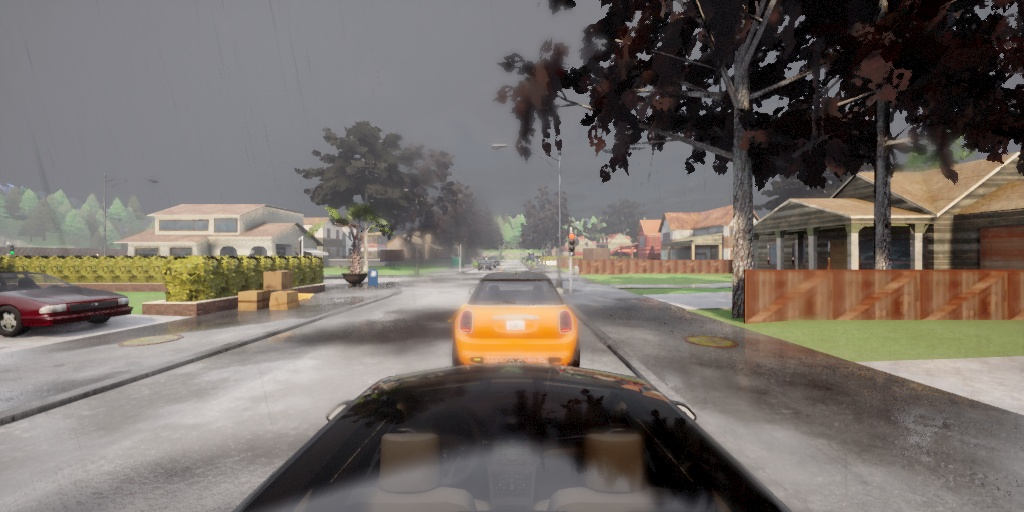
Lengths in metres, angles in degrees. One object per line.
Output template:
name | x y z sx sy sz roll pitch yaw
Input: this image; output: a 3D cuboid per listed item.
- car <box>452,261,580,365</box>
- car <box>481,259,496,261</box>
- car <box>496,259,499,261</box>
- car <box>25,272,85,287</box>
car | 0.097 1.102 7.727 2.097 1.767 4.553 0 0 1
car | -3.686 1.255 49.935 1.837 1.490 4.892 0 0 1
car | -3.584 1.242 60.045 2.128 1.511 4.902 0 0 1
car | -32.534 1.314 26.595 4.181 1.385 1.994 0 0 1
